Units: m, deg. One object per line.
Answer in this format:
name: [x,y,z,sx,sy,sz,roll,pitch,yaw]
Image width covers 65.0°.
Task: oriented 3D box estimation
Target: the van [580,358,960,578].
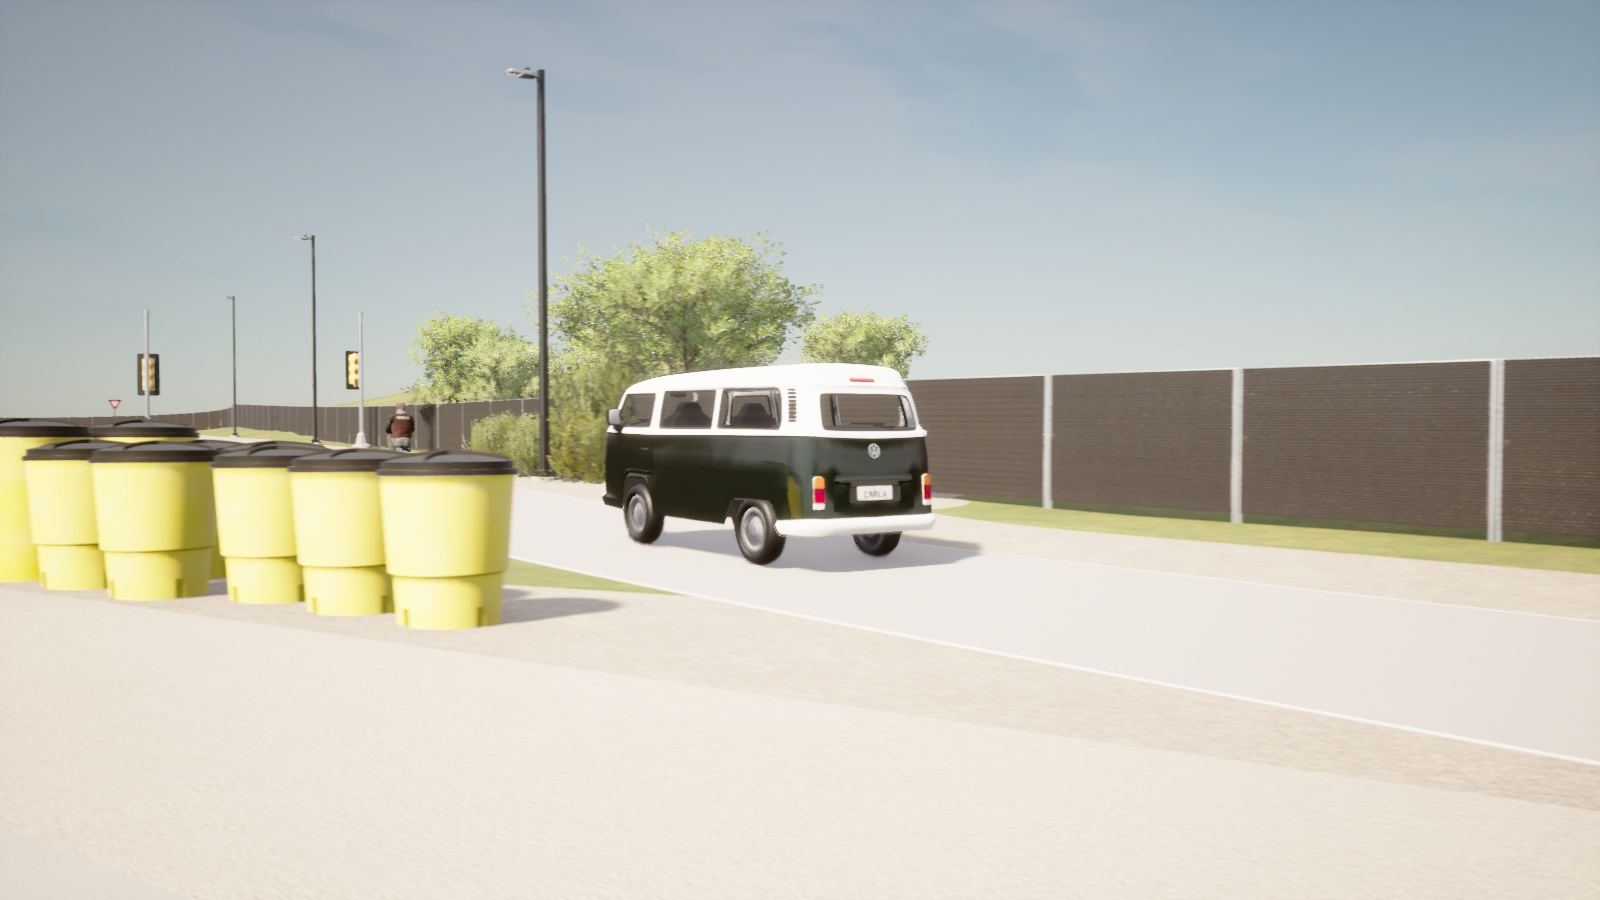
van: [-0.519,0.112,14.038,2.069,2.038,4.480,-2,2,-35]
